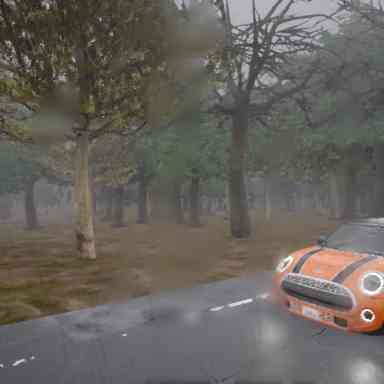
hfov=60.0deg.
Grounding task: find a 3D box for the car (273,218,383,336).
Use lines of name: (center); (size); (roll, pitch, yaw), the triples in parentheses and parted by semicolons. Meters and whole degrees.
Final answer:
car: (3.734, 1.350, 6.669); (4.553, 1.767, 2.097); (0, 0, -36)
